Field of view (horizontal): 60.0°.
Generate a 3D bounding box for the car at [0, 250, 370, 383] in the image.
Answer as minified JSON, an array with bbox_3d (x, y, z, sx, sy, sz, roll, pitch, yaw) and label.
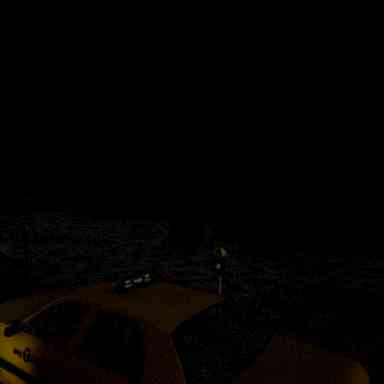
[{"bbox_3d":[-0.785,1.525,3.526,4.829,1.417,1.752,0,0,36],"label":"car"}]
